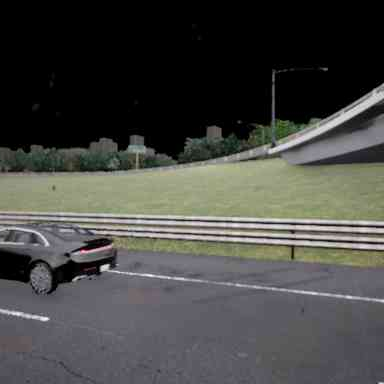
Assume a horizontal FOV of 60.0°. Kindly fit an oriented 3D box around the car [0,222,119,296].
[{"bbox_3d":[-4.234,1.546,8.659,4.902,1.511,2.128,0,0,23],"label":"car"}]
